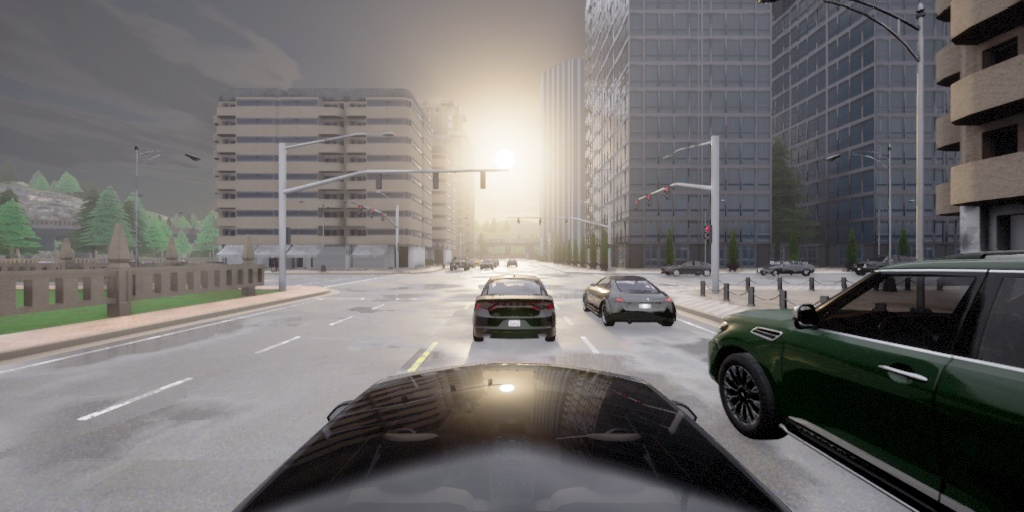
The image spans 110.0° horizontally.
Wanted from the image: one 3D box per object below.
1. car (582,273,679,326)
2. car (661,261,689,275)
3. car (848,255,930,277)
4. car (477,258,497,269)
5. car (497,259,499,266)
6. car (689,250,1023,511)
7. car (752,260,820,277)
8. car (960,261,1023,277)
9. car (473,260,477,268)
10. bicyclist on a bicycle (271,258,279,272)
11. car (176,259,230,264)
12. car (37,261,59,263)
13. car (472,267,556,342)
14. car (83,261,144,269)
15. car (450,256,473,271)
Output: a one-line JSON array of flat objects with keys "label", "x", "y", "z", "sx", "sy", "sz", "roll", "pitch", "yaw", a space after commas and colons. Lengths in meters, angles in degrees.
[{"label": "car", "x": 3.570, "y": 1.314, "z": 11.607, "sx": 1.994, "sy": 1.385, "sz": 4.181, "roll": 0, "pitch": 0, "yaw": 0}, {"label": "car", "x": 16.947, "y": 1.198, "z": 34.617, "sx": 4.892, "sy": 1.490, "sz": 1.837, "roll": 0, "pitch": 0, "yaw": 0}, {"label": "car", "x": 36.189, "y": 0.915, "z": 34.517, "sx": 5.566, "sy": 2.045, "sz": 2.150, "roll": 0, "pitch": 0, "yaw": 0}, {"label": "car", "x": -3.640, "y": 1.252, "z": 52.926, "sx": 1.837, "sy": 1.490, "sz": 4.892, "roll": 0, "pitch": 0, "yaw": 0}, {"label": "car", "x": -3.622, "y": 1.239, "z": 62.266, "sx": 2.128, "sy": 1.511, "sz": 4.902, "roll": 0, "pitch": 0, "yaw": 0}, {"label": "car", "x": 3.601, "y": 0.971, "z": 2.249, "sx": 2.150, "sy": 2.045, "sz": 5.566, "roll": 0, "pitch": 0, "yaw": 0}, {"label": "car", "x": 26.310, "y": 1.184, "z": 34.567, "sx": 4.902, "sy": 1.511, "sz": 2.128, "roll": 0, "pitch": 0, "yaw": 0}, {"label": "car", "x": 46.528, "y": 1.219, "z": 34.439, "sx": 4.674, "sy": 1.442, "sz": 1.812, "roll": 0, "pitch": 0, "yaw": 1}, {"label": "car", "x": -7.134, "y": 1.252, "z": 59.258, "sx": 1.837, "sy": 1.490, "sz": 4.892, "roll": 0, "pitch": 0, "yaw": 0}, {"label": "bicyclist on a bicycle", "x": -26.115, "y": 0.994, "z": 39.764, "sx": 0.582, "sy": 1.620, "sz": 1.656, "roll": 0, "pitch": 0, "yaw": 7}, {"label": "car", "x": -22.933, "y": 1.198, "z": 27.875, "sx": 4.892, "sy": 1.490, "sz": 1.837, "roll": 0, "pitch": 0, "yaw": 3}, {"label": "car", "x": -43.385, "y": 1.219, "z": 33.549, "sx": 4.674, "sy": 1.442, "sz": 1.812, "roll": 0, "pitch": 0, "yaw": 31}, {"label": "car", "x": 0.061, "y": 1.227, "z": 9.824, "sx": 1.882, "sy": 1.535, "sz": 5.008, "roll": 0, "pitch": 0, "yaw": 0}, {"label": "car", "x": -32.967, "y": 1.294, "z": 29.193, "sx": 4.718, "sy": 1.301, "sz": 1.895, "roll": 0, "pitch": 0, "yaw": 15}, {"label": "car", "x": -7.140, "y": 0.970, "z": 49.554, "sx": 2.150, "sy": 2.045, "sz": 5.566, "roll": 0, "pitch": 0, "yaw": 0}]
